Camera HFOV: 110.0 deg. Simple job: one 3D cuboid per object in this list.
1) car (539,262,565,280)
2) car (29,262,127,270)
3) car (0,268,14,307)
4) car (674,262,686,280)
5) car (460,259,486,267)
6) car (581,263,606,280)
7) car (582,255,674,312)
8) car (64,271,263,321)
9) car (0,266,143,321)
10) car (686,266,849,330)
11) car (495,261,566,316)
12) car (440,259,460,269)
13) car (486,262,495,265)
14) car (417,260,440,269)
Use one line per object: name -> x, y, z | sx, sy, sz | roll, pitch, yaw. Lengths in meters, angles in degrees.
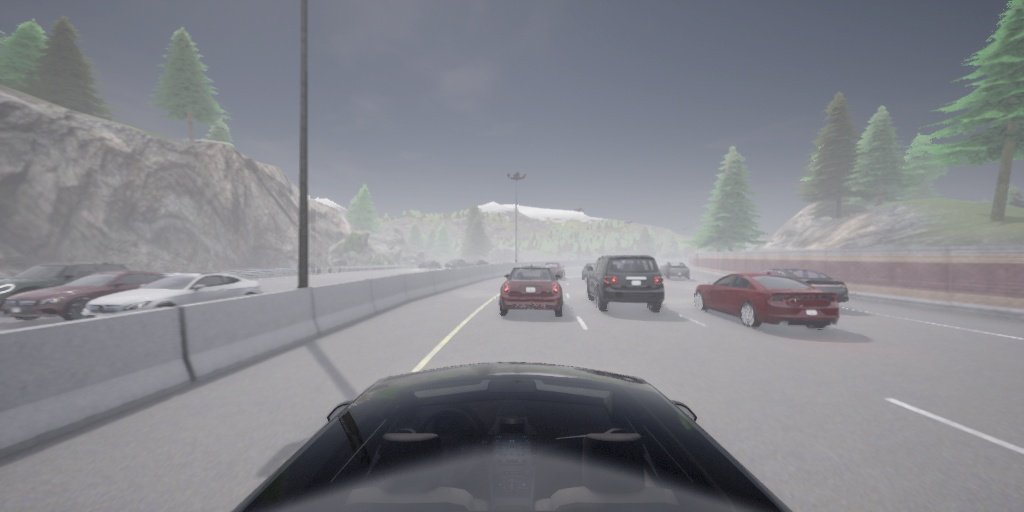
car -> 3.635, 1.266, 31.845 | 1.812, 1.442, 4.674 | 0, 0, 13
car -> -16.973, 1.045, 13.494 | 2.097, 1.767, 4.553 | 0, 0, 5
car -> -20.616, 1.210, 11.797 | 1.812, 1.442, 4.674 | 0, 0, 4
car -> 14.464, 1.263, 32.074 | 2.128, 1.511, 4.902 | 0, 0, 14
car -> -5.211, 1.179, 52.358 | 1.882, 1.535, 5.008 | 0, 0, 20
car -> 7.234, 1.314, 31.839 | 1.994, 1.385, 4.181 | 0, 0, 13
car -> 4.333, 0.975, 14.446 | 2.150, 2.045, 5.566 | 0, 0, 5
car -> -10.150, 1.240, 11.299 | 1.812, 1.442, 4.674 | 0, 0, 4
car -> -13.568, 1.230, 12.252 | 1.812, 1.442, 4.674 | 0, 0, 4
car -> 7.586, 1.243, 11.325 | 1.882, 1.535, 5.008 | 0, 0, 4
car -> 0.776, 1.096, 13.562 | 2.097, 1.767, 4.553 | 0, 0, 5
car -> -8.381, 1.196, 53.863 | 1.837, 1.490, 4.892 | 0, 0, 20
car -> -1.589, 1.313, 52.152 | 1.895, 1.301, 4.718 | 0, 0, 20
car -> -12.267, 1.244, 53.338 | 1.994, 1.385, 4.181 | 0, 0, 19
